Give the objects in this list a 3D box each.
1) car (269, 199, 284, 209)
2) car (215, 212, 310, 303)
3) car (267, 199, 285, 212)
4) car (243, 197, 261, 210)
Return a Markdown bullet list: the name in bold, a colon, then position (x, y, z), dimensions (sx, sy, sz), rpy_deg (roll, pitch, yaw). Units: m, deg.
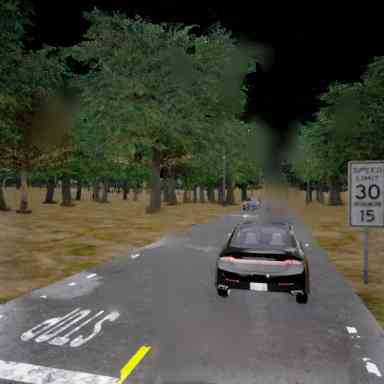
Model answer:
- **car**: position (12.224, 1.679, 48.033), dimensions (2.033, 1.411, 5.357), rpy_deg (0, -1, 15)
- **car**: position (1.812, 1.485, 8.316), dimensions (2.128, 1.511, 4.902), rpy_deg (0, 0, 15)
- **car**: position (9.728, 1.617, 38.388), dimensions (1.994, 1.385, 4.181), rpy_deg (0, 0, 15)
- **car**: position (7.850, 1.435, 43.178), dimensions (2.097, 1.767, 4.553), rpy_deg (0, 0, 15)
